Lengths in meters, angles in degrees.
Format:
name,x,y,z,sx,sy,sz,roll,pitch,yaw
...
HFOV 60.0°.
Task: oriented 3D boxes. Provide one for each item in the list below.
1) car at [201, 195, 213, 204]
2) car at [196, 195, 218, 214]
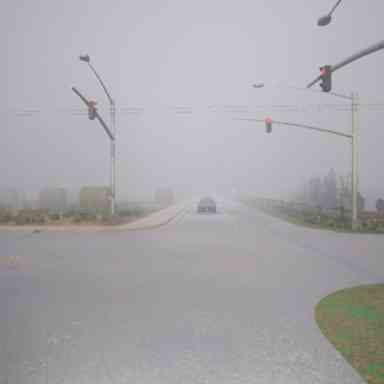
name,x,y,z,sx,sy,sz,roll,pitch,yaw
car,2.711,1.280,58.830,1.994,1.385,4.181,0,0,3
car,1.503,1.349,33.033,1.882,1.535,5.008,0,0,3
